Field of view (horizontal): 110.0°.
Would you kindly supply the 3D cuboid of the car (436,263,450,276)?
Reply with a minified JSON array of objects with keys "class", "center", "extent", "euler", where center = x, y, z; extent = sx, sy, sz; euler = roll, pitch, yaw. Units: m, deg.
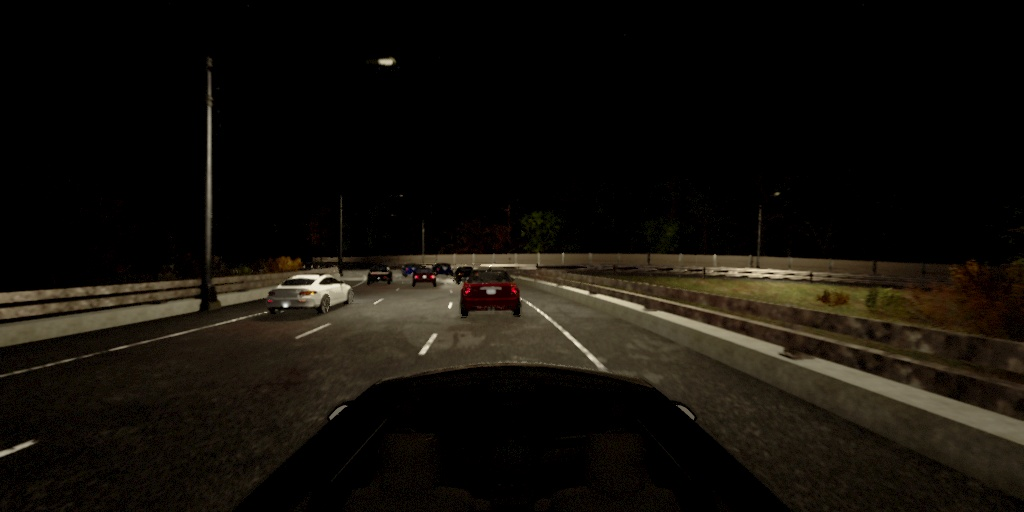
[{"class":"car","center":[-8.728,1.616,44.589],"extent":[2.097,1.767,4.553],"euler":[0,-1,-21]}]

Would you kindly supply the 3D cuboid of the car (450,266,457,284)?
[{"class":"car","center":[-4.017,1.618,30.892],"extent":[1.812,1.442,4.674],"euler":[0,-1,-15]}]

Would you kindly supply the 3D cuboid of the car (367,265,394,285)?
[{"class":"car","center":[-11.313,1.612,30.946],"extent":[2.128,1.511,4.902],"euler":[0,-1,-16]}]

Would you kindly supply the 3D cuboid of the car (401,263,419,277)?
[{"class":"car","center":[-12.362,1.626,44.179],"extent":[2.097,1.767,4.553],"euler":[0,-1,-23]}]

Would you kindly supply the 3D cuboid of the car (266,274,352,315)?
[{"class":"car","center":[-8.002,1.451,14.519],"extent":[1.812,1.442,4.674],"euler":[0,0,-7]}]

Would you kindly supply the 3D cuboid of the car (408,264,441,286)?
[{"class":"car","center":[-7.129,1.633,29.149],"extent":[2.033,1.411,5.357],"euler":[0,-1,-14]}]

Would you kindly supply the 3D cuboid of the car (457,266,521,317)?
[{"class":"car","center":[-0.924,1.245,14.157],"extent":[2.097,1.767,4.553],"euler":[0,-1,-6]}]
